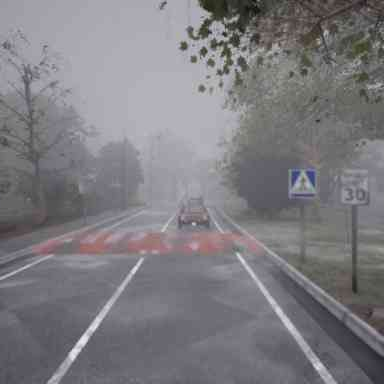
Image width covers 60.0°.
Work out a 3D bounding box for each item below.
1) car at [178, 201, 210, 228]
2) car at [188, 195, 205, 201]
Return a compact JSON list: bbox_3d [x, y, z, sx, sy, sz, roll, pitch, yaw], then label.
[{"bbox_3d":[0.111,1.486,21.217,1.895,1.301,4.718,0,1,0],"label":"car"},{"bbox_3d":[0.490,1.110,38.724,2.128,1.511,4.902,0,0,3],"label":"car"}]
